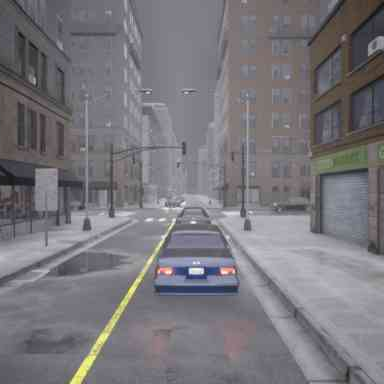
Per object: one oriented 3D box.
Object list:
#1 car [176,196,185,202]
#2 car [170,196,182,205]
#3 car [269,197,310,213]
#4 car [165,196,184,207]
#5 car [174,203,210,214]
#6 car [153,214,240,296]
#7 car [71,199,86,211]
[{"bbox_3d":[-2.654,1.589,78.884,1.895,1.301,4.718,0,0,0],"label":"car"},{"bbox_3d":[-2.758,1.518,58.567,1.812,1.442,4.674,0,0,0],"label":"car"},{"bbox_3d":[10.886,1.348,36.679,4.553,1.767,2.097,0,0,0],"label":"car"},{"bbox_3d":[-2.810,1.345,49.838,2.097,1.767,4.553,0,0,1],"label":"car"},{"bbox_3d":[0.086,1.560,19.353,1.994,1.385,4.181,0,0,1],"label":"car"},{"bbox_3d":[0.094,1.545,8.807,2.033,1.411,5.357,0,0,0],"label":"car"},{"bbox_3d":[-14.697,1.534,39.283,4.313,1.339,1.947,0,0,0],"label":"car"}]
